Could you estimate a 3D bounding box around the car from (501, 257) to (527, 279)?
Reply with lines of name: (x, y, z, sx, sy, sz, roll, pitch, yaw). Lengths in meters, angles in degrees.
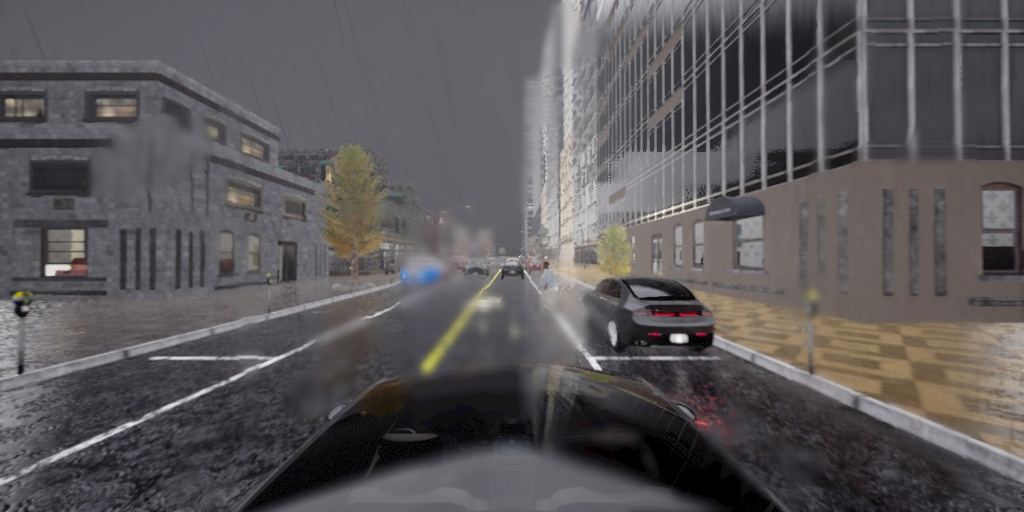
car: (0.075, 1.091, 30.876, 1.882, 1.535, 5.008, 0, 1, 0)

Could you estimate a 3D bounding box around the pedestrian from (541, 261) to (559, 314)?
pedestrian: (1.236, 0.996, 11.825, 0.375, 1.860, 0.375, 1, -1, 0)

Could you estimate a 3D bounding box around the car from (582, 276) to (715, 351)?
car: (3.003, 1.222, 8.865, 1.837, 1.490, 4.892, 0, 0, 0)

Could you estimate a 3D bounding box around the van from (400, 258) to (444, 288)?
van: (-5.681, 0.994, 22.482, 1.690, 1.789, 3.998, 0, 0, 0)

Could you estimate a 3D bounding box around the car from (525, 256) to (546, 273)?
car: (2.707, 1.013, 39.355, 1.967, 1.591, 4.097, 0, 0, 0)

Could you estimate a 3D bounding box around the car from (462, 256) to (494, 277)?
car: (-3.080, 0.955, 33.198, 2.097, 1.767, 4.553, 0, 0, 0)

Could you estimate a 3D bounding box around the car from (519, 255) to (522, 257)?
car: (0.084, 1.011, 47.914, 1.882, 1.535, 5.008, 0, 0, 0)

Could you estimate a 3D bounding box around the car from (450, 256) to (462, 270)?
car: (-5.673, 0.888, 39.414, 2.192, 1.841, 5.009, 0, 0, 0)

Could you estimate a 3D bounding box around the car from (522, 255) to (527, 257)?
car: (2.709, 0.862, 44.999, 2.192, 1.841, 5.009, 0, 0, 0)

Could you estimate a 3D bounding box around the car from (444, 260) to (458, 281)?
car: (-5.678, 1.208, 28.127, 1.802, 1.307, 4.207, 0, 0, 0)
